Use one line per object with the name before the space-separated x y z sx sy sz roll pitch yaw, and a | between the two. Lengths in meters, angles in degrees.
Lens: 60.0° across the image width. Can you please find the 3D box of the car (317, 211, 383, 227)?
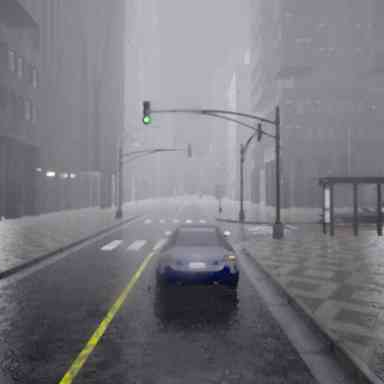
car | 10.911 1.623 22.160 4.718 1.301 1.895 0 -1 0

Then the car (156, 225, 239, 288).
car | 0.156 1.596 9.350 1.994 1.385 4.181 0 0 1
